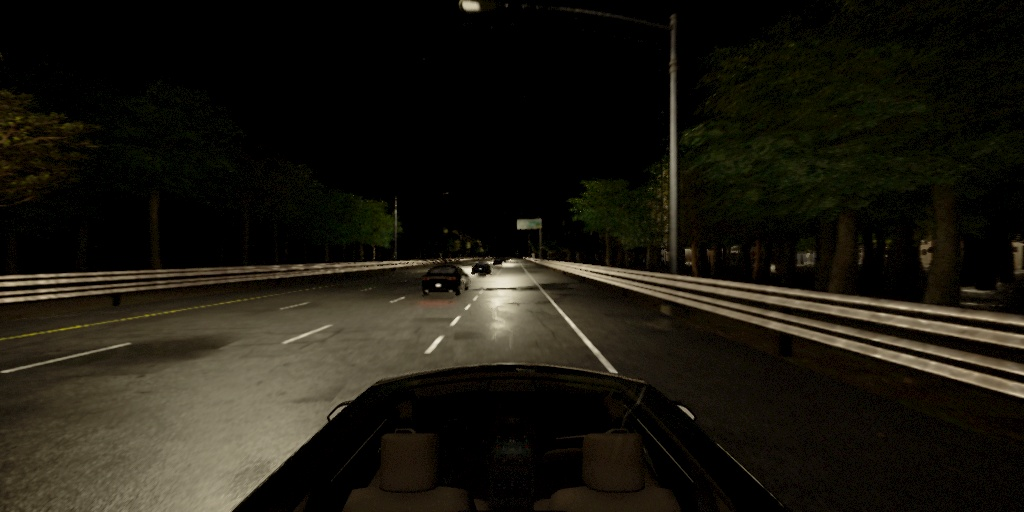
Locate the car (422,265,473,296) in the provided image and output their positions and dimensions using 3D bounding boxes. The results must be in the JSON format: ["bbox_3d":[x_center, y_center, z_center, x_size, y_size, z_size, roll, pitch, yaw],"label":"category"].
[{"bbox_3d":[-3.475,1.239,19.405,1.882,1.535,5.008,0,0,0],"label":"car"}]

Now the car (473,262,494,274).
[{"bbox_3d":[-3.401,1.340,40.544,1.994,1.385,4.181,0,0,0],"label":"car"}]
